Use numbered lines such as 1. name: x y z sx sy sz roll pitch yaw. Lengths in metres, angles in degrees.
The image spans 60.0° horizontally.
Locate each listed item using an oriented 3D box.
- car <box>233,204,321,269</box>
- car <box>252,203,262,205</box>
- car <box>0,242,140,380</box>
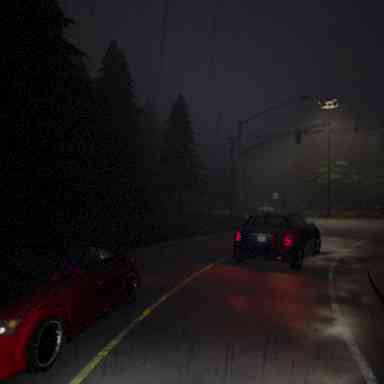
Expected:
1. car: 3.200 1.468 11.957 2.097 1.767 4.553 0 -1 31
2. car: 7.795 1.989 39.304 1.895 1.301 4.718 0 0 -11
3. car: -2.476 1.595 5.683 1.994 1.385 4.181 0 -1 14
